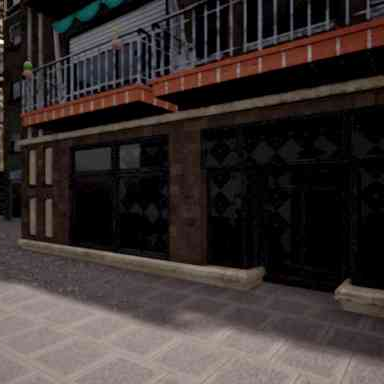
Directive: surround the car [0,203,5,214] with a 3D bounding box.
[{"bbox_3d":[-19.409,1.323,30.057,1.967,1.590,4.097,0,1,36],"label":"car"}]
